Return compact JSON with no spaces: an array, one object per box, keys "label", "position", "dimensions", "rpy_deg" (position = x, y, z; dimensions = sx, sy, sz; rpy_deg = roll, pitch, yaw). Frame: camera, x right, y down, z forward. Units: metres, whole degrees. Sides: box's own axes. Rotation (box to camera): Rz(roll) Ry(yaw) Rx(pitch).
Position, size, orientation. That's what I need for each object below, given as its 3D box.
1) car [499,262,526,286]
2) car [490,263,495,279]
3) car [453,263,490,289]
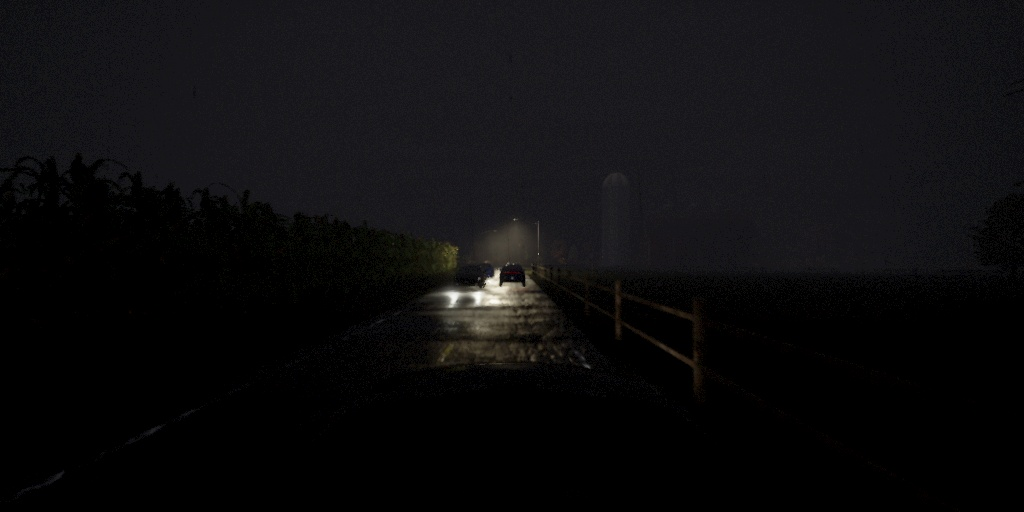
[{"label":"car","position":[0.044,1.376,27.106],"dimensions":[1.882,1.535,5.008],"rpy_deg":[0,0,0]},{"label":"car","position":[-2.798,1.433,36.116],"dimensions":[1.882,1.535,5.008],"rpy_deg":[0,0,0]},{"label":"car","position":[-2.777,1.359,24.420],"dimensions":[1.882,1.535,5.008],"rpy_deg":[0,-1,0]}]
